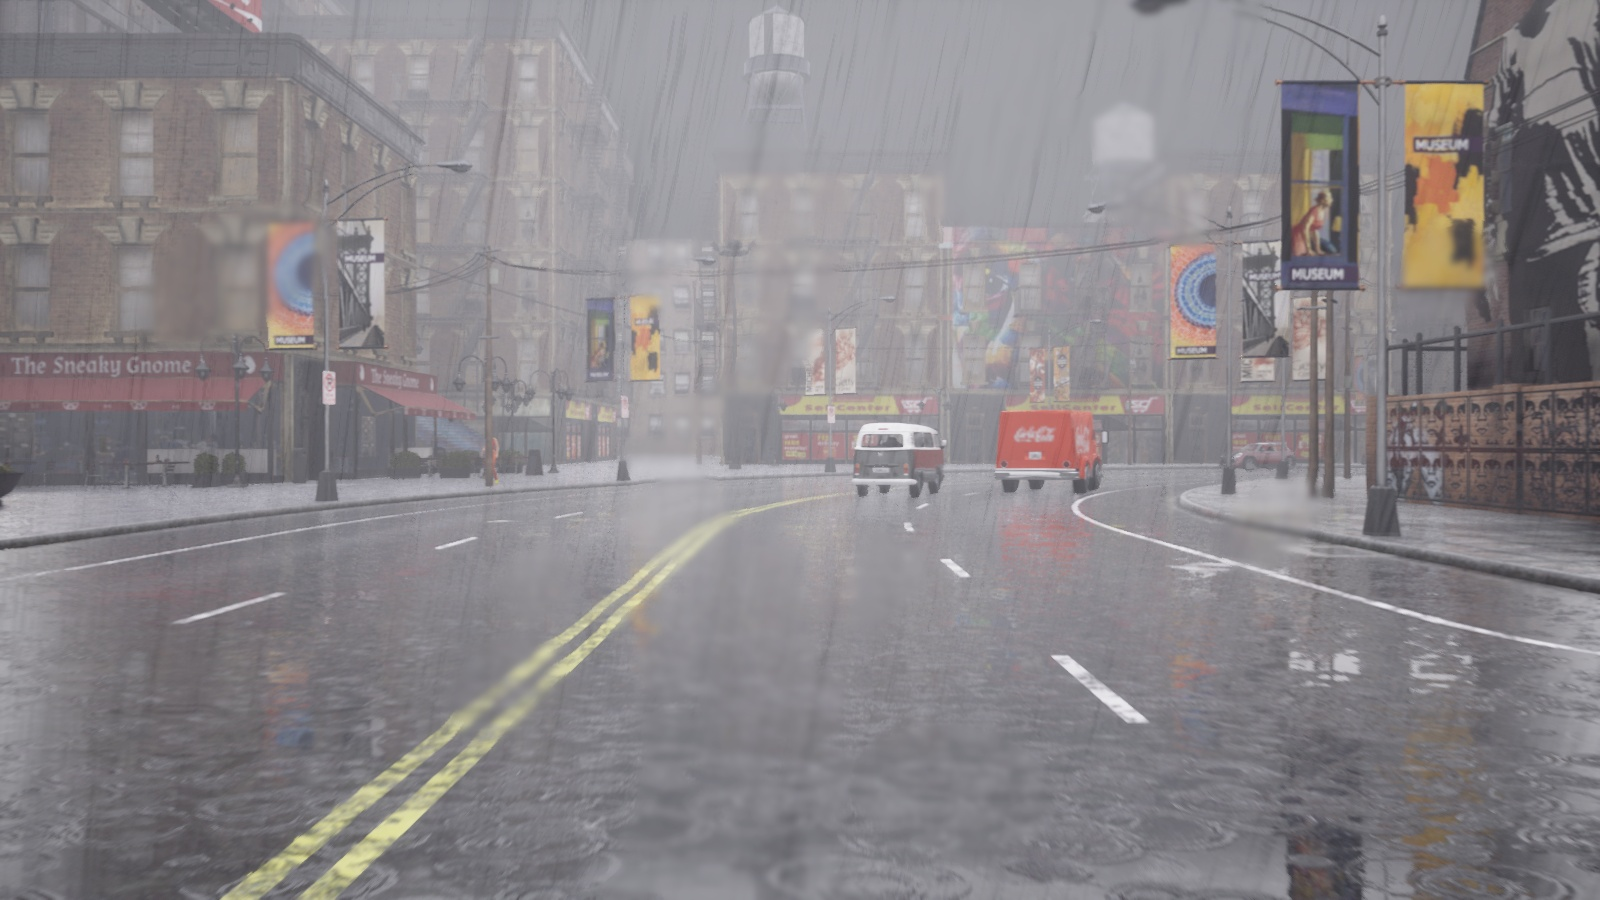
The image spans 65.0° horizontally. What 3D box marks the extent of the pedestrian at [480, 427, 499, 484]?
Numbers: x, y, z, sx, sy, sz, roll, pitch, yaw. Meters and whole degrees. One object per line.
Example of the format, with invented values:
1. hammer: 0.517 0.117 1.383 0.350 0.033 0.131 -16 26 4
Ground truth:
1. pedestrian: -10.067 0.166 40.714 0.345 1.836 0.594 0 0 17

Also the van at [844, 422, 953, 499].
1. van: 2.879 0.271 35.659 2.069 2.038 4.480 0 0 18

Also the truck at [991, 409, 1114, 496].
1. truck: 7.854 0.049 38.586 2.627 2.467 5.204 0 0 24

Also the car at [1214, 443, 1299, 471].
1. car: 24.430 0.353 67.233 3.806 1.475 1.970 0 0 -17
